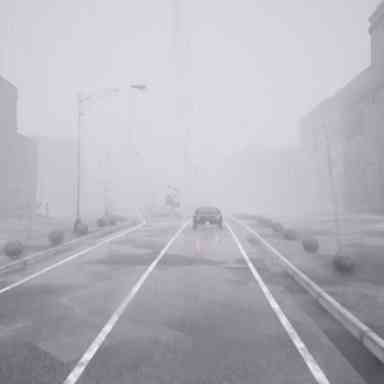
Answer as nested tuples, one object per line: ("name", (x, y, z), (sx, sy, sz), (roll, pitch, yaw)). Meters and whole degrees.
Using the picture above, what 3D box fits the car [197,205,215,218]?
("car", (1.635, 2.414, 41.145), (1.882, 1.535, 5.008), (0, -4, -2))

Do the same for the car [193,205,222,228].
("car", (1.093, 1.705, 23.034), (1.895, 1.301, 4.718), (0, -1, 3))
